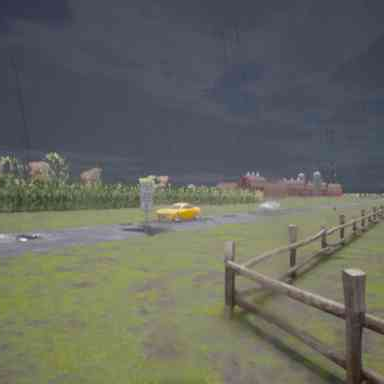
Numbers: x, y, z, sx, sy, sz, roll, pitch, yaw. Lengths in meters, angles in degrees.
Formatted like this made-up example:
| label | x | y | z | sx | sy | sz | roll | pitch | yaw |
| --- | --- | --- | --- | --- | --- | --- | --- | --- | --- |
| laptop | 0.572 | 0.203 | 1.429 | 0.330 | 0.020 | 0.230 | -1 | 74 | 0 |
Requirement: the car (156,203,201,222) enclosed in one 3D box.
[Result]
| label | x | y | z | sx | sy | sz | roll | pitch | yaw |
| --- | --- | --- | --- | --- | --- | --- | --- | --- | --- |
| car | -1.116 | 1.750 | 29.134 | 1.882 | 1.535 | 5.008 | 0 | 0 | 34 |

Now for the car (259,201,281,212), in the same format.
| label | x | y | z | sx | sy | sz | roll | pitch | yaw |
| --- | --- | --- | --- | --- | --- | --- | --- | --- | --- |
| car | 11.175 | 2.059 | 47.338 | 1.812 | 1.442 | 4.674 | 0 | -1 | 34 |
